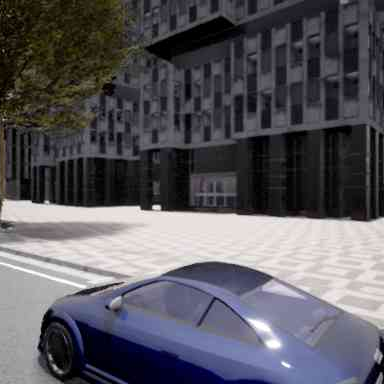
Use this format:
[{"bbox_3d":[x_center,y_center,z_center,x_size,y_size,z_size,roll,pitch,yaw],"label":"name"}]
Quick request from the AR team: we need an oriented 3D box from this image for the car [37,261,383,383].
[{"bbox_3d":[-0.016,1.580,4.047,4.181,1.385,1.994,0,0,36],"label":"car"}]
